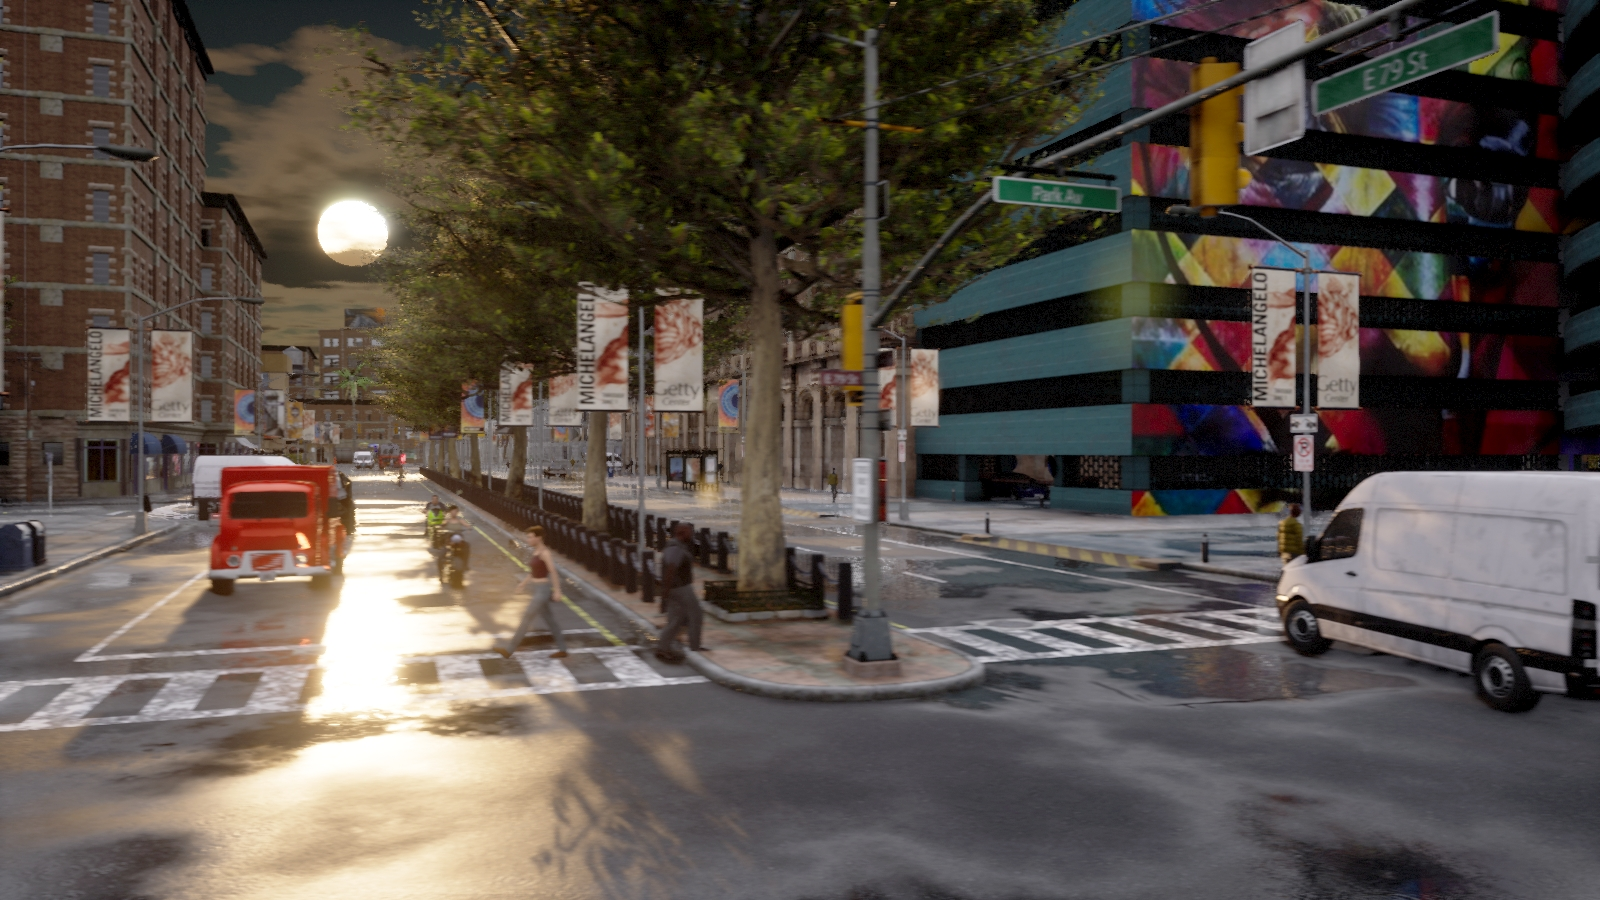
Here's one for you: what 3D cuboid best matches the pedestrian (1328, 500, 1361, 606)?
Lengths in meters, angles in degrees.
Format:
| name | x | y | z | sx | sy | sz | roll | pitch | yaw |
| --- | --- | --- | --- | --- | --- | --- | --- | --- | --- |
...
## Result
| name | x | y | z | sx | sy | sz | roll | pitch | yaw |
| --- | --- | --- | --- | --- | --- | --- | --- | --- | --- |
| pedestrian | 9.820 | 1.849 | 20.613 | 0.375 | 1.860 | 0.375 | 0 | 0 | -21 |

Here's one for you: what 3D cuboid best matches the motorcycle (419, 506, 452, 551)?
| name | x | y | z | sx | sy | sz | roll | pitch | yaw |
| --- | --- | --- | --- | --- | --- | --- | --- | --- | --- |
| motorcycle | -10.438 | 2.213 | 32.667 | 0.803 | 1.145 | 2.033 | 0 | 0 | -20 |

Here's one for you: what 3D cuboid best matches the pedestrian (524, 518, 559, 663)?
| name | x | y | z | sx | sy | sz | roll | pitch | yaw |
| --- | --- | --- | --- | --- | --- | --- | --- | --- | --- |
| pedestrian | -3.428 | 1.849 | 15.161 | 0.375 | 1.860 | 0.375 | 0 | 0 | -26 |

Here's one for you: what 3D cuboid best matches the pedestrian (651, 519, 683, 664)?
| name | x | y | z | sx | sy | sz | roll | pitch | yaw |
| --- | --- | --- | --- | --- | --- | --- | --- | --- | --- |
| pedestrian | -1.754 | 1.848 | 15.048 | 0.375 | 1.860 | 0.375 | 0 | 0 | -14 |

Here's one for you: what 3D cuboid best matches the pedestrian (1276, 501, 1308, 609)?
| name | x | y | z | sx | sy | sz | roll | pitch | yaw |
| --- | --- | --- | --- | --- | --- | --- | --- | --- | --- |
| pedestrian | 8.688 | 1.849 | 20.181 | 0.375 | 1.860 | 0.375 | 0 | 0 | -21 |

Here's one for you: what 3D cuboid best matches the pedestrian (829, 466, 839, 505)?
| name | x | y | z | sx | sy | sz | roll | pitch | yaw |
| --- | --- | --- | --- | --- | --- | --- | --- | --- | --- |
| pedestrian | 1.618 | 1.696 | 54.688 | 0.375 | 1.860 | 0.375 | 0 | 0 | -19 |

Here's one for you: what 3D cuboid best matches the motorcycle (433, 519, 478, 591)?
| name | x | y | z | sx | sy | sz | roll | pitch | yaw |
| --- | --- | --- | --- | --- | --- | --- | --- | --- | --- |
| motorcycle | -7.269 | 2.170 | 24.067 | 0.764 | 1.277 | 2.356 | 0 | 0 | -20 |

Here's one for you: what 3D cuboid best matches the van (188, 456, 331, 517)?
| name | x | y | z | sx | sy | sz | roll | pitch | yaw |
| --- | --- | --- | --- | --- | --- | --- | --- | --- | --- |
| van | -23.588 | 1.534 | 49.902 | 5.915 | 2.561 | 1.988 | 0 | 0 | 19 |

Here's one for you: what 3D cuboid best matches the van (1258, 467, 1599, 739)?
| name | x | y | z | sx | sy | sz | roll | pitch | yaw |
| --- | --- | --- | --- | --- | --- | --- | --- | --- | --- |
| van | 8.223 | 1.535 | 14.197 | 1.988 | 2.561 | 5.915 | 0 | 0 | -8 |

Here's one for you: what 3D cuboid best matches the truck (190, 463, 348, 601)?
| name | x | y | z | sx | sy | sz | roll | pitch | yaw |
| --- | --- | --- | --- | --- | --- | --- | --- | --- | --- |
| truck | -11.045 | 1.564 | 24.202 | 2.627 | 2.467 | 5.204 | 0 | 0 | -20 |
